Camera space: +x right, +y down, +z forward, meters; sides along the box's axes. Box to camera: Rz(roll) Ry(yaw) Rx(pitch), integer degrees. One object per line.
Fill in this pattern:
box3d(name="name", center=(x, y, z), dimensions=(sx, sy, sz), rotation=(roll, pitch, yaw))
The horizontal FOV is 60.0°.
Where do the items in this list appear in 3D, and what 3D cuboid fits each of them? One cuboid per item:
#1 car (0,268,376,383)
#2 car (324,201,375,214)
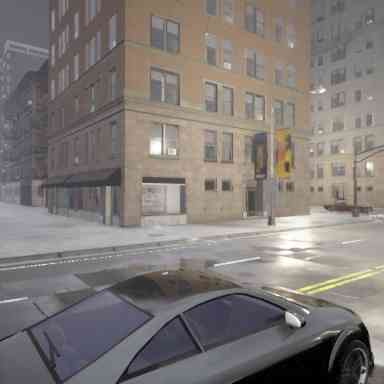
box3d(name="car", center=(0.122, 1.564, 3.546), dimensions=(4.181, 1.385, 1.994), rotation=(0, 0, -36))
box3d(name="car", center=(16.299, 1.592, 34.647), dimensions=(1.895, 1.301, 4.718), rotation=(0, 0, -32))
